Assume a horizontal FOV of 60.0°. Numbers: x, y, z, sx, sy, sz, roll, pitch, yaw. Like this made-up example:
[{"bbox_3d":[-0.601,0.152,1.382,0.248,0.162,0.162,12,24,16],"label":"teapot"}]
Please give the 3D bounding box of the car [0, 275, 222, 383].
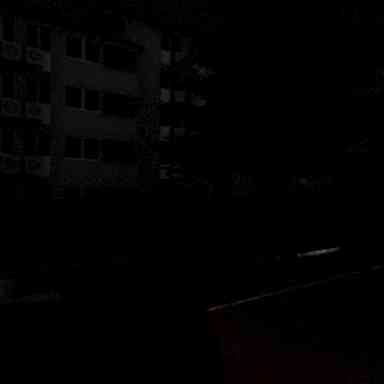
[{"bbox_3d":[-1.842,1.527,2.673,4.674,1.442,1.812,1,0,-36],"label":"car"}]
